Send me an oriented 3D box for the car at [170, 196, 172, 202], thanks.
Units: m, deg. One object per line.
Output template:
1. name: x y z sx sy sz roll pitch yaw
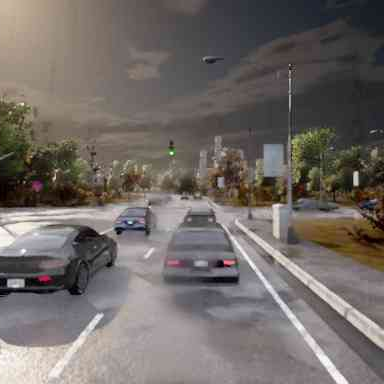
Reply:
1. car: -5.589 1.473 75.518 2.033 1.411 5.357 0 1 1

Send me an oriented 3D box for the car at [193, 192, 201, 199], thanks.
1. car: 1.400 0.952 95.374 2.097 1.767 4.553 0 1 -3

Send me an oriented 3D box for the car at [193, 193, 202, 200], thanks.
1. car: 1.591 1.317 85.399 1.812 1.442 4.674 0 1 1

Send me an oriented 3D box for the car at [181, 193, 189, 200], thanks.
1. car: -1.914 1.386 85.147 1.895 1.301 4.718 0 1 1

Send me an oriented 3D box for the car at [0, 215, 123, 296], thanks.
1. car: -3.279 1.546 8.562 1.812 1.442 4.674 0 0 1

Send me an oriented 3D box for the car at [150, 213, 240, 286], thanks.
1. car: 0.234 1.570 9.553 2.033 1.411 5.357 0 0 1

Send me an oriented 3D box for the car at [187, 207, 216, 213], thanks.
1. car: 0.612 1.625 21.376 1.895 1.301 4.718 0 0 4

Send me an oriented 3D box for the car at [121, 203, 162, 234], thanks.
1. car: -3.103 1.573 19.187 2.033 1.411 5.357 0 0 0

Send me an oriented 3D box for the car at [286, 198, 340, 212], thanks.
1. car: 14.128 1.567 38.458 5.357 1.411 2.033 0 0 -2

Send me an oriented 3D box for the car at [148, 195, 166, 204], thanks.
1. car: -6.075 1.562 55.250 2.033 1.411 5.357 0 0 1

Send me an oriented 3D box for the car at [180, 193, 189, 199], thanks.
1. car: -2.098 1.047 95.234 2.033 1.411 5.357 0 1 -7

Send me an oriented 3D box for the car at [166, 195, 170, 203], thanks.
1. car: -5.835 1.529 64.940 1.812 1.442 4.674 0 0 2

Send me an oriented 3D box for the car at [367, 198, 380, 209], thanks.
1. car: 23.324 1.584 38.794 4.181 1.385 1.994 0 0 -1
